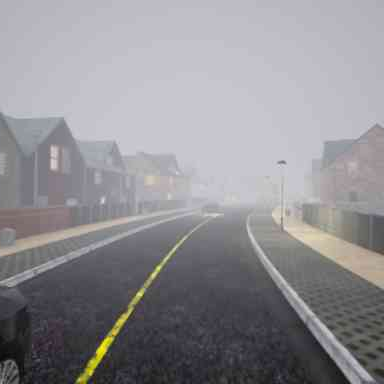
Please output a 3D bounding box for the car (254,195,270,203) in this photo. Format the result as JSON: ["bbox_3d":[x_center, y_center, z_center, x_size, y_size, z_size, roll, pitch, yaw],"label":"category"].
[{"bbox_3d":[16.229,1.677,76.570,2.097,1.767,4.553,0,-1,16],"label":"car"}]

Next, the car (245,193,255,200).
[{"bbox_3d":[13.881,1.294,78.272,2.150,2.045,5.566,0,-1,16],"label":"car"}]

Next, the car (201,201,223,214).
[{"bbox_3d":[2.380,1.768,38.897,1.994,1.385,4.181,0,0,15],"label":"car"}]

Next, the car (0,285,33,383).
[{"bbox_3d":[-2.715,1.494,1.756,2.128,1.511,4.902,0,0,1],"label":"car"}]
